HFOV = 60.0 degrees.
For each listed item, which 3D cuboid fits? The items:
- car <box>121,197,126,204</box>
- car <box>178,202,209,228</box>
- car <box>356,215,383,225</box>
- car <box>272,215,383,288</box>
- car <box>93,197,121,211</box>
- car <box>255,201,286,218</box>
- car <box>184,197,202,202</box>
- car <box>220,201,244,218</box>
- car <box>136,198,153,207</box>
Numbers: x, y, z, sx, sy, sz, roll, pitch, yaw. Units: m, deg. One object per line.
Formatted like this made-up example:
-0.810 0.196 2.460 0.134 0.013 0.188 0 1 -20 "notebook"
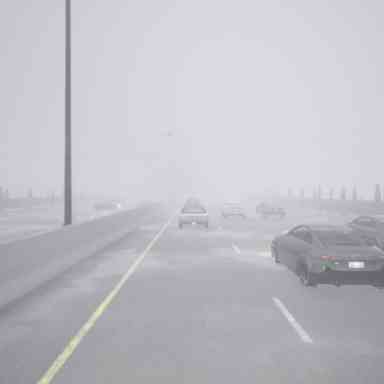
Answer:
-14.000 1.619 63.341 1.895 1.301 4.718 0 0 0 "car"
0.103 1.602 22.373 1.895 1.301 4.718 0 0 0 "car"
7.102 1.565 12.712 1.994 1.385 4.181 0 0 0 "car"
3.601 1.564 9.292 1.994 1.385 4.181 0 0 0 "car"
-10.581 1.479 40.791 1.882 1.535 5.008 0 0 0 "car"
7.105 1.549 30.530 2.033 1.411 5.357 0 0 0 "car"
0.106 1.354 40.701 2.097 1.767 4.553 0 0 0 "car"
3.591 1.527 30.150 1.812 1.442 4.674 0 0 0 "car"
-7.051 1.603 49.749 1.895 1.301 4.718 0 0 1 "car"
